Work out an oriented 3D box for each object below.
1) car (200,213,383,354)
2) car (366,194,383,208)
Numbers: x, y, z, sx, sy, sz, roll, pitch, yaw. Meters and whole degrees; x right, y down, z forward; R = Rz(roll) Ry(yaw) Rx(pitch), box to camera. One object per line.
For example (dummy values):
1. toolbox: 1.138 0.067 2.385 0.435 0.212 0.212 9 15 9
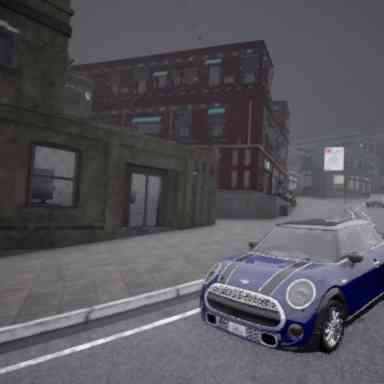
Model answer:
1. car: 2.242 1.346 6.328 4.553 1.767 2.097 -1 0 -44
2. car: 22.600 1.031 40.706 2.097 1.767 4.553 2 1 31
